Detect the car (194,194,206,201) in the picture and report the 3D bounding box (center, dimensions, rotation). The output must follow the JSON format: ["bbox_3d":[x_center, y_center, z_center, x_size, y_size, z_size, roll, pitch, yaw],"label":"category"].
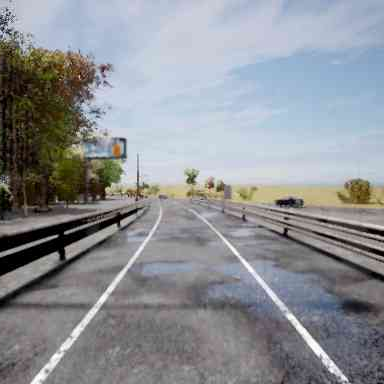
[{"bbox_3d":[1.598,1.286,76.181,2.097,1.767,4.553,0,0,-21],"label":"car"}]

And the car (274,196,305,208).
[{"bbox_3d":[13.174,1.326,45.277,2.128,1.511,4.902,0,0,-21],"label":"car"}]
